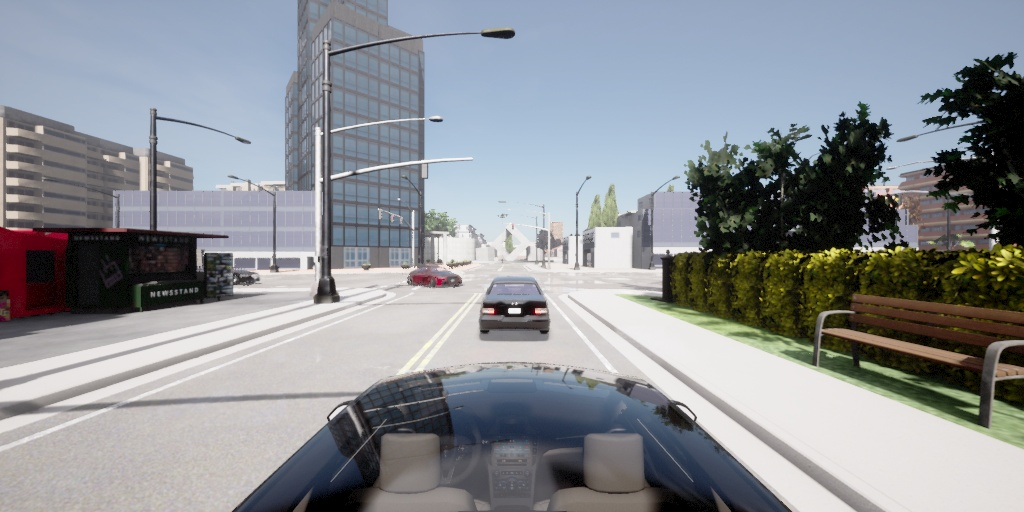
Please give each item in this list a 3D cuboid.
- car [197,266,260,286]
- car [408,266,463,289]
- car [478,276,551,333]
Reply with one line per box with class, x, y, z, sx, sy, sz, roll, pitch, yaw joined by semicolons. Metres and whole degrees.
car;-21.093;1.408;26.084;4.902;1.511;2.128;-1;0;0
car;-5.093;1.346;23.603;4.181;1.385;1.994;0;0;44
car;0.070;1.301;10.708;2.033;1.411;5.357;0;0;0
